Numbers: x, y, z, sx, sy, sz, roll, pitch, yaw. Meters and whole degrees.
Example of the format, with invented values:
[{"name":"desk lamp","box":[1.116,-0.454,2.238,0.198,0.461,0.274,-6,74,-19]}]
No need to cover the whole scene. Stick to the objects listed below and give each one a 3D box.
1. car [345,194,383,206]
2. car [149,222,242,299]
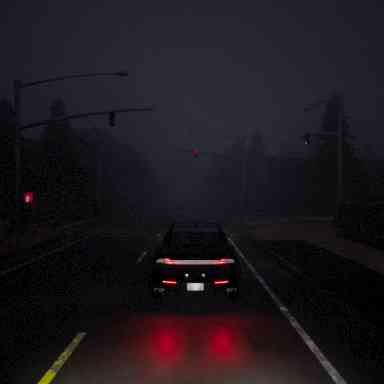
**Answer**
[{"name":"car","box":[15.874,1.212,28.942,5.566,2.045,2.150,0,0,-8]},{"name":"car","box":[0.082,1.494,8.418,2.128,1.511,4.902,0,0,0]}]
